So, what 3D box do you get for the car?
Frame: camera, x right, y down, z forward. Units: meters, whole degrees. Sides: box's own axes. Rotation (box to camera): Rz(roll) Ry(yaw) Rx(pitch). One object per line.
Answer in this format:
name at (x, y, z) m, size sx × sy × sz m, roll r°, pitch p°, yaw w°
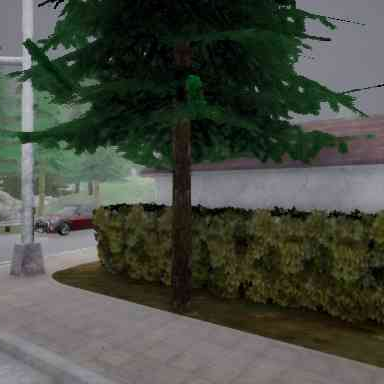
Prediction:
car at (-7.086, 1.544, 20.219) m, size 2.097 × 1.767 × 4.553 m, roll 0°, pitch 0°, yaw 35°
